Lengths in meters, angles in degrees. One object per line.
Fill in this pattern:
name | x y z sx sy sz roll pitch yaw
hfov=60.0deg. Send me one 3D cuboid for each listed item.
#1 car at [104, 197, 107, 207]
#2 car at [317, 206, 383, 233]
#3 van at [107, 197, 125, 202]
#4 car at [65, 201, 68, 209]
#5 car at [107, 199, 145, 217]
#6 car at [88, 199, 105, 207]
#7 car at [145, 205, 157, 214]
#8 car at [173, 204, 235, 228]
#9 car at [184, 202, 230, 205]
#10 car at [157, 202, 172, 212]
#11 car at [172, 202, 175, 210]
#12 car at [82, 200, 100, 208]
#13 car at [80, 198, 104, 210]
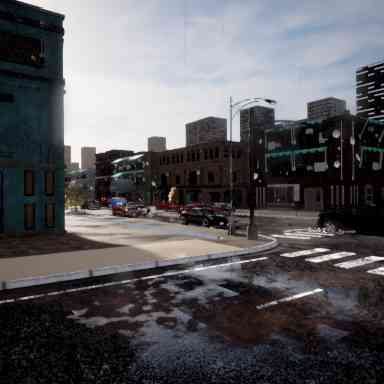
car | -16.306 1.939 63.420 2.192 1.841 5.009 -1 0 -35
car | 9.476 1.512 18.284 5.008 1.535 1.882 -2 -1 44
van | -13.107 1.906 58.903 1.690 1.788 3.998 -1 0 -35
car | -23.041 2.232 58.437 1.752 1.417 4.829 -1 0 -35
car | -7.147 1.846 35.990 1.967 1.590 4.097 -1 0 -35
car | -19.500 2.227 67.938 1.887 1.381 4.507 -1 0 -35
car | -6.687 1.904 39.853 2.128 1.511 4.902 -1 0 -35
car | 0.776 1.814 24.595 1.947 1.339 4.313 -1 0 -35
car | 0.900 1.740 29.120 1.882 1.535 5.008 -1 0 -35
car | -3.504 1.965 45.352 1.802 1.307 4.206 -1 0 -35
car | -0.306 1.903 40.835 1.802 1.307 4.206 -2 0 -35
car | -19.242 2.229 63.108 1.994 1.385 4.181 -1 0 -35
car | -16.533 2.005 53.915 2.097 1.767 4.553 -1 0 -35
